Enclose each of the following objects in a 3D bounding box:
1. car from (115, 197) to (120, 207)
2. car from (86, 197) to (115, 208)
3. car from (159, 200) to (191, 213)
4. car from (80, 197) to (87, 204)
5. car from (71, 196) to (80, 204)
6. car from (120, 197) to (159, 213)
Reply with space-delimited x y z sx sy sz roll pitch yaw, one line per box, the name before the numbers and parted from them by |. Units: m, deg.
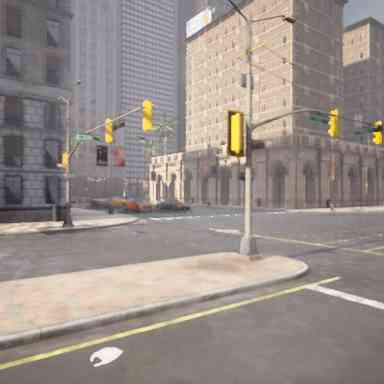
car | -11.400 1.547 51.793 1.882 1.535 5.008 0 0 -35
car | -13.523 1.584 48.901 1.812 1.442 4.674 0 0 -35
car | -2.273 1.617 39.073 2.033 1.411 5.357 0 0 -36
car | -20.789 1.631 65.205 1.994 1.385 4.181 0 0 -35
car | -22.966 1.565 62.177 1.837 1.490 4.892 0 0 -35
car | -6.154 1.410 38.472 2.097 1.767 4.553 0 0 -36
